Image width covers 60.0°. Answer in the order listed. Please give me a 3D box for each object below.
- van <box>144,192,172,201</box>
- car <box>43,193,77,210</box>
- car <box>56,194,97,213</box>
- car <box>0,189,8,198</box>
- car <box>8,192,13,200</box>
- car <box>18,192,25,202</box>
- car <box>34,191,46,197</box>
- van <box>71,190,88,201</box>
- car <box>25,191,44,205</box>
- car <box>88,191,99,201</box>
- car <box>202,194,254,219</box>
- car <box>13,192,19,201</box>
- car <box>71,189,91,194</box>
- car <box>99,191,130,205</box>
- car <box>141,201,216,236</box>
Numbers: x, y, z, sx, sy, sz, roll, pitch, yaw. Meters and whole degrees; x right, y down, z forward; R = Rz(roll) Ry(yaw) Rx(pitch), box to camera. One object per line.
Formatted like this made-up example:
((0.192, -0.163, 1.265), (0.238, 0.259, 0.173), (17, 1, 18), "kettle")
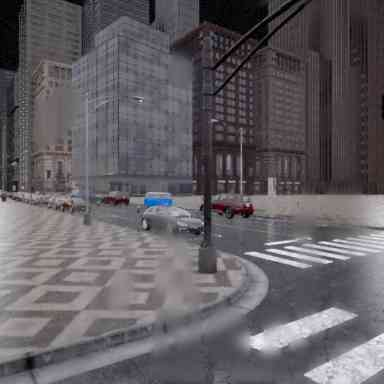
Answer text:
((-3.645, 0.930, 35.208), (1.690, 1.788, 3.998), (1, 0, -35), "van")
((-13.765, 1.074, 34.713), (2.008, 1.369, 4.403), (1, 0, -35), "car")
((-10.596, 1.139, 30.268), (1.887, 1.381, 4.507), (1, 0, -35), "car")
((-39.116, 0.611, 70.276), (1.947, 1.339, 4.313), (1, 0, -35), "car")
((-29.609, 0.747, 56.940), (1.887, 1.381, 4.507), (1, 0, -35), "car")
((-23.272, 0.874, 48.050), (2.008, 1.369, 4.403), (1, 0, -35), "car")
((-38.509, 0.494, 84.112), (1.887, 1.381, 4.507), (0, 0, -35), "car")
((-19.492, 0.597, 57.438), (1.690, 1.788, 3.998), (1, 0, -35), "van")
((-20.103, 0.939, 43.605), (2.008, 1.369, 4.403), (1, 0, -35), "car")
((-13.156, 0.934, 48.547), (2.008, 1.369, 4.403), (1, 0, -35), "car")
((2.693, 1.049, 26.317), (2.192, 1.841, 5.009), (1, 0, -35), "car")
((-26.439, 0.702, 52.495), (1.967, 1.590, 4.097), (1, 0, -35), "car")
((-16.132, 0.586, 48.279), (2.150, 2.045, 5.566), (0, 0, -35), "car")
((-9.984, 0.765, 44.100), (2.192, 1.841, 5.009), (1, 0, -35), "car")
((-1.090, 1.366, 16.933), (2.008, 1.369, 4.403), (1, 0, -35), "car")
